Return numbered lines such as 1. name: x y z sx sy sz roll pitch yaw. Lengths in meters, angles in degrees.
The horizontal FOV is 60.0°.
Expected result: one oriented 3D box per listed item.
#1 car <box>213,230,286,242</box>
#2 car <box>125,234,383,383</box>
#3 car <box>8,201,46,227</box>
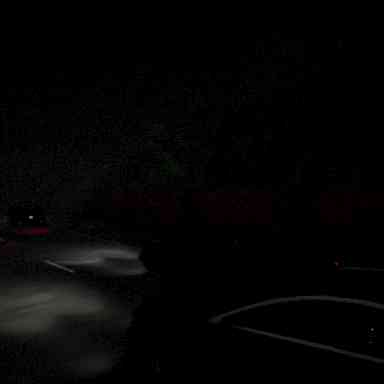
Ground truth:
1. car: 0.870 1.586 7.999 4.718 1.301 1.895 0 0 41
2. car: 1.442 1.492 3.142 4.902 1.511 2.128 0 0 37
3. car: -11.071 1.369 22.247 1.882 1.535 5.008 0 0 -32
